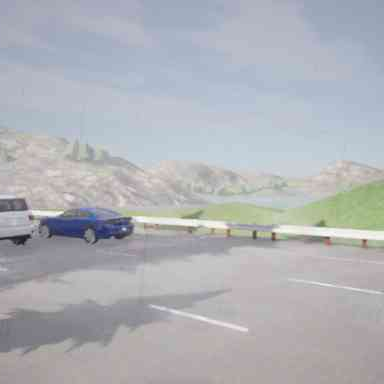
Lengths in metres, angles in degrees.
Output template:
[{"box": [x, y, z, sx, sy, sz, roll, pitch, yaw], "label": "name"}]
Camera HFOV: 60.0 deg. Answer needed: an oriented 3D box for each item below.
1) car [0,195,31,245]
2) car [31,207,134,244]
[{"box": [-8.893, 1.159, 13.709, 5.566, 2.045, 2.150, 0, 0, 31], "label": "car"}, {"box": [-4.981, 1.419, 15.411, 5.008, 1.535, 1.882, 0, 0, 31], "label": "car"}]
